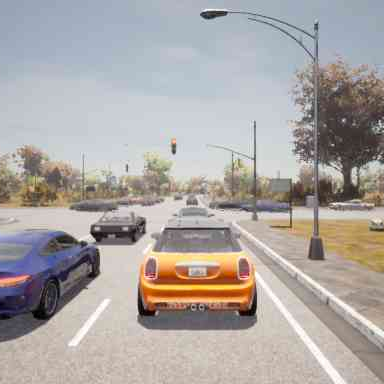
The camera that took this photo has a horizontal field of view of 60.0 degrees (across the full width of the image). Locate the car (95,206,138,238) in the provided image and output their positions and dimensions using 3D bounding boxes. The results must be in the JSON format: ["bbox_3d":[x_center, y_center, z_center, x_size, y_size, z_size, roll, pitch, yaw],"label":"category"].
[{"bbox_3d":[-3.415,1.601,16.369,1.895,1.301,4.718,0,0,0],"label":"car"}]

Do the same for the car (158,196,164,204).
[{"bbox_3d":[-7.105,1.477,63.857,1.882,1.535,5.008,0,0,0],"label":"car"}]

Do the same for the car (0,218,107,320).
[{"bbox_3d":[-3.406,1.526,7.211,1.812,1.442,4.674,0,0,0],"label":"car"}]

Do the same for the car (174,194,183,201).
[{"bbox_3d":[-3.570,1.492,84.647,1.837,1.490,4.892,0,0,0],"label":"car"}]

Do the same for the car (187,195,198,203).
[{"bbox_3d":[0.045,1.564,59.684,1.994,1.385,4.181,0,0,0],"label":"car"}]

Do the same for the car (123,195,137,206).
[{"bbox_3d":[-10.645,1.547,53.183,2.033,1.411,5.357,0,0,1],"label":"car"}]

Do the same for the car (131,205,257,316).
[{"bbox_3d":[0.093,1.352,7.678,2.097,1.767,4.553,0,0,0],"label":"car"}]

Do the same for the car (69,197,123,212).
[{"bbox_3d":[-10.984,1.547,37.560,5.357,1.411,2.033,0,0,3],"label":"car"}]

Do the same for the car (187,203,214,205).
[{"bbox_3d":[0.085,1.505,16.636,1.837,1.490,4.892,0,0,0],"label":"car"}]

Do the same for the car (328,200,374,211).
[{"bbox_3d":[18.766,1.598,39.419,4.718,1.301,1.895,0,0,3],"label":"car"}]

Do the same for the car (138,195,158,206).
[{"bbox_3d":[-7.127,1.505,54.379,1.837,1.490,4.892,0,0,1],"label":"car"}]

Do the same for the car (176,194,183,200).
[{"bbox_3d":[-3.539,1.374,95.056,1.812,1.442,4.674,0,0,1],"label":"car"}]

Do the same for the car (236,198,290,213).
[{"bbox_3d":[7.882,1.547,36.260,5.357,1.411,2.033,0,0,0],"label":"car"}]

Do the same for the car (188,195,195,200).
[{"bbox_3d":[-0.037,1.500,95.066,1.837,1.490,4.892,0,0,1],"label":"car"}]

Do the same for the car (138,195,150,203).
[{"bbox_3d":[-10.564,1.478,72.882,1.882,1.535,5.008,0,0,0],"label":"car"}]

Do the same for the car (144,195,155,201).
[{"bbox_3d":[-10.571,1.525,83.219,2.128,1.511,4.902,0,0,0],"label":"car"}]

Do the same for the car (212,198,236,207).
[{"bbox_3d":[4.475,1.492,40.204,4.902,1.511,2.128,0,0,3],"label":"car"}]
